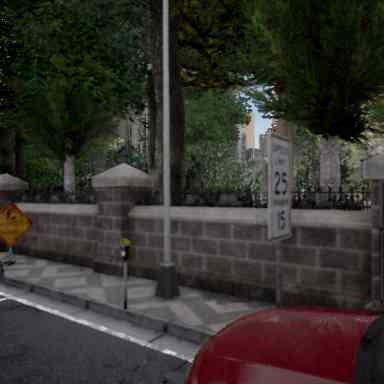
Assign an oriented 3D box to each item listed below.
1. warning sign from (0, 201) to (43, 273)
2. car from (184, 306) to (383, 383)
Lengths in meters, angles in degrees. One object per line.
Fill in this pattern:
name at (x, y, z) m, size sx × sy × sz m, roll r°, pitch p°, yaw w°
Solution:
warning sign at (-5.160, 1.193, 9.477) m, size 1.060 × 1.860 × 1.300 m, roll -1°, pitch 0°, yaw 36°
car at (2.176, 1.307, 1.410) m, size 5.009 × 1.841 × 2.192 m, roll -1°, pitch 0°, yaw 36°
